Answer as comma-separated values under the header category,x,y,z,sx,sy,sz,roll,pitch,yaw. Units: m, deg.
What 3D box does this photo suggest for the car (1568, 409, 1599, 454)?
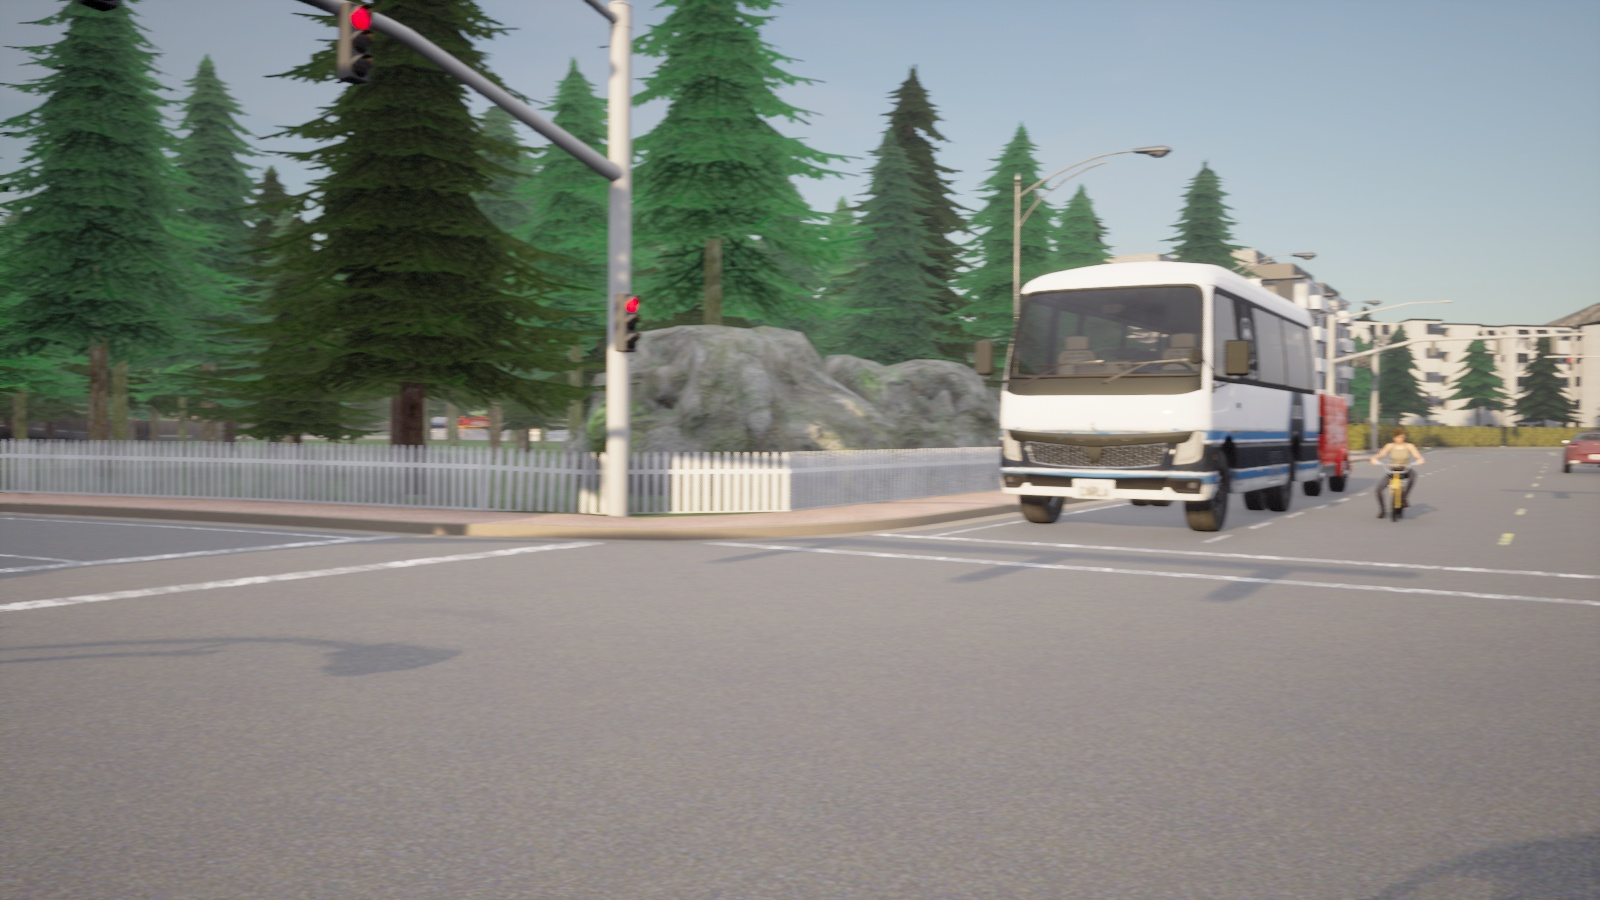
category,x,y,z,sx,sy,sz,roll,pitch,yaw
car,31.091,-0.746,48.770,2.152,1.651,5.027,0,1,32

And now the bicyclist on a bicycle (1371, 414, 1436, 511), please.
category,x,y,z,sx,sy,sz,roll,pitch,yaw
bicyclist on a bicycle,10.454,0.197,21.722,0.866,1.612,1.509,0,1,31

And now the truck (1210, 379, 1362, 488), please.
category,x,y,z,sx,sy,sz,roll,pitch,yaw
truck,12.223,-0.432,31.335,2.627,2.467,5.204,0,1,31

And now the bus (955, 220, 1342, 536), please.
category,x,y,z,sx,sy,sz,roll,pitch,yaw
bus,6.737,-1.080,22.366,3.944,4.253,10.273,0,1,31
